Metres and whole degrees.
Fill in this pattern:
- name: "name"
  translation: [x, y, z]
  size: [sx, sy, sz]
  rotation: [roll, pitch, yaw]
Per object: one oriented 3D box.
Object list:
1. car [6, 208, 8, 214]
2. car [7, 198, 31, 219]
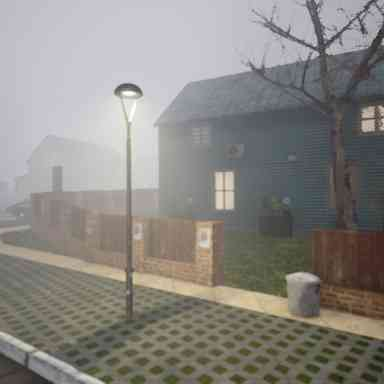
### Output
- name: "car"
  translation: [-11.149, 0.984, 24.170]
  size: [1.994, 1.385, 4.181]
  rotation: [-1, 1, 30]
- name: "car"
  translation: [-9.089, 1.018, 21.854]
  size: [1.895, 1.301, 4.718]
  rotation: [-1, 1, 30]
